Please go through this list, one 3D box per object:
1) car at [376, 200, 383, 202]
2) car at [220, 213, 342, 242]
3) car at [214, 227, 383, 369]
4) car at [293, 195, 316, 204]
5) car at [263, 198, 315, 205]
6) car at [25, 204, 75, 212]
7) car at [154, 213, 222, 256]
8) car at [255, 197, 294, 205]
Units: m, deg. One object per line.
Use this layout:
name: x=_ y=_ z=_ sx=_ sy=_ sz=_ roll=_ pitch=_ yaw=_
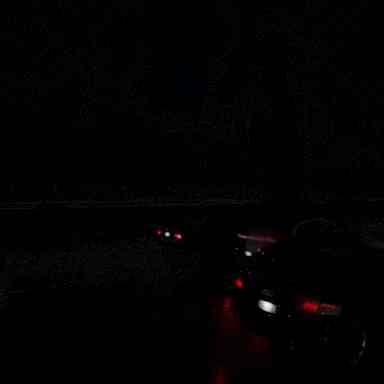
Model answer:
car: x=28.554 y=1.883 z=49.996 sx=4.718 sy=1.301 sz=1.895 roll=1 pitch=0 yaw=-35
car: x=3.527 y=1.485 z=10.556 sx=4.902 sy=1.511 sz=2.128 roll=0 pitch=0 yaw=-35
car: x=2.671 y=1.555 z=5.770 sx=4.181 sy=1.385 sz=1.994 roll=0 pitch=0 yaw=-35
car: x=16.272 y=1.425 z=49.925 sx=5.566 sy=2.045 sz=2.150 roll=1 pitch=-1 yaw=-35
car: x=9.443 y=1.600 z=32.203 sx=4.674 sy=1.442 sz=1.812 roll=1 pitch=0 yaw=-35
car: x=-9.792 y=1.558 z=22.798 sx=4.181 sy=1.385 sz=1.994 roll=0 pitch=0 yaw=-35
car: x=1.183 y=1.541 z=13.176 sx=5.357 sy=1.411 sz=2.033 roll=0 pitch=0 yaw=-35
car: x=9.844 y=1.612 z=41.076 sx=4.902 sy=1.511 sz=2.128 roll=1 pitch=0 yaw=-35
